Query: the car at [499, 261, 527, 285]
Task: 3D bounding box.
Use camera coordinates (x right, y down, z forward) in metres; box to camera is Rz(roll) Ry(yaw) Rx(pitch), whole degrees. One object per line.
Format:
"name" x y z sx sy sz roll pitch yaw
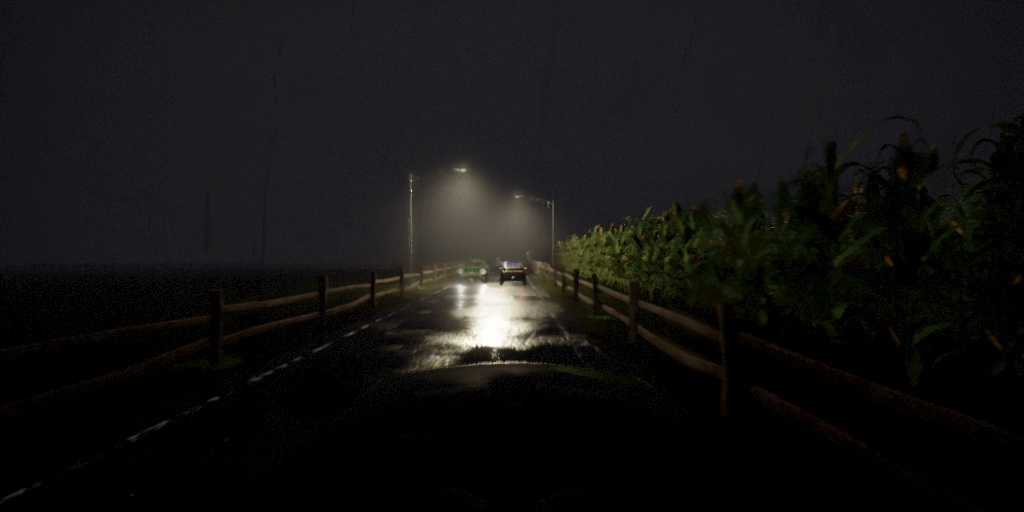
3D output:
"car" 0.084 1.221 26.138 2.128 1.511 4.902 0 0 1

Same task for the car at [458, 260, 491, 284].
"car" -2.742 1.077 26.843 2.097 1.767 4.553 0 0 0
